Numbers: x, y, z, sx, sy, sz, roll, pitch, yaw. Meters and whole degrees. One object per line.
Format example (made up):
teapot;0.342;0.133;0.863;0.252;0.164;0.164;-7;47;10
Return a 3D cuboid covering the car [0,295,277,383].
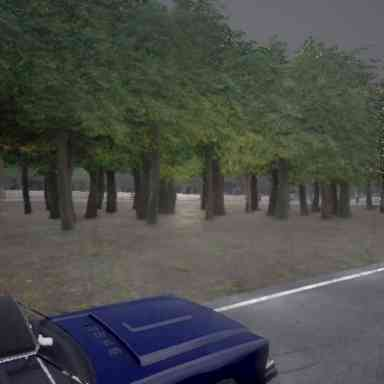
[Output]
car;-1.516;1.600;2.643;4.718;1.301;1.895;0;0;-35
